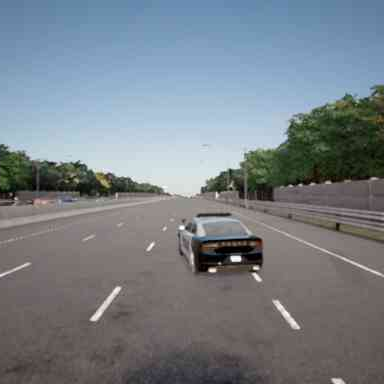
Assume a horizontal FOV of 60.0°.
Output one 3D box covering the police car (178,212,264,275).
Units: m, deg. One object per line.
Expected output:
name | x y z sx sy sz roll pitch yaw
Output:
police car | 0.683 1.478 10.920 1.930 1.638 5.238 -1 0 -9

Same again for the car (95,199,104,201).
car | -17.534 2.018 63.155 1.812 1.442 4.674 0 -1 1

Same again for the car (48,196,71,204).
car | -24.521 1.715 63.089 2.150 2.045 5.566 0 -1 0

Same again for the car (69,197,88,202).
car | -21.027 1.994 63.131 1.837 1.490 4.892 0 -1 0

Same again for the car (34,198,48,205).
car | -28.016 1.847 63.120 2.097 1.767 4.553 0 -1 0
